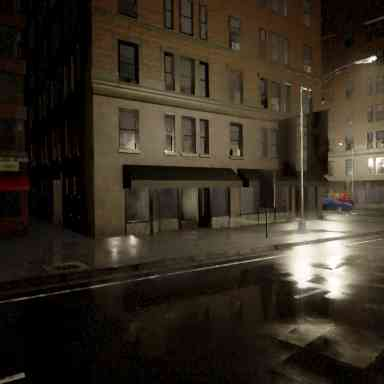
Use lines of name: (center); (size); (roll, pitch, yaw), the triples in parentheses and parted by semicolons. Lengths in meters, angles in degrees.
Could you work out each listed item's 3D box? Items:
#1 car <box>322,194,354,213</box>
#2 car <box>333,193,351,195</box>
car: (14.432, 1.345, 35.290); (1.882, 1.535, 5.008); (-1, 1, -44)
car: (17.144, 1.084, 40.811); (2.192, 1.841, 5.009); (0, 1, -44)
